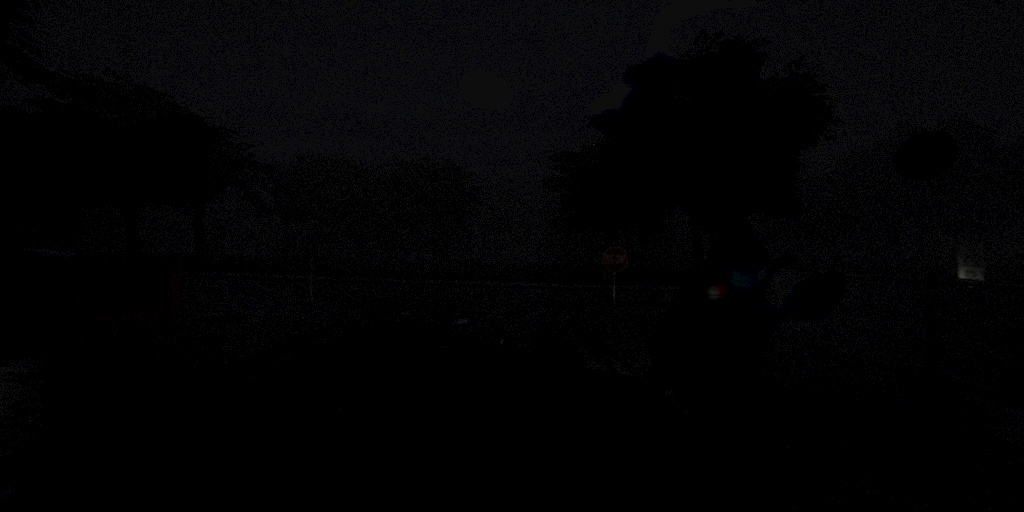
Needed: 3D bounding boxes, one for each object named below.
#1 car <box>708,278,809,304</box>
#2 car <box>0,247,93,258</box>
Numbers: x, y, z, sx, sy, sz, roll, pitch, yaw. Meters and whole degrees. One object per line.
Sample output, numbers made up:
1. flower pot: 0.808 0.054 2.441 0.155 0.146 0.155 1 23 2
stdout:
1. car: 11.594 1.569 16.614 4.674 1.442 1.812 2 1 -2
2. car: -19.685 0.440 15.269 5.008 1.535 1.882 3 1 -2
